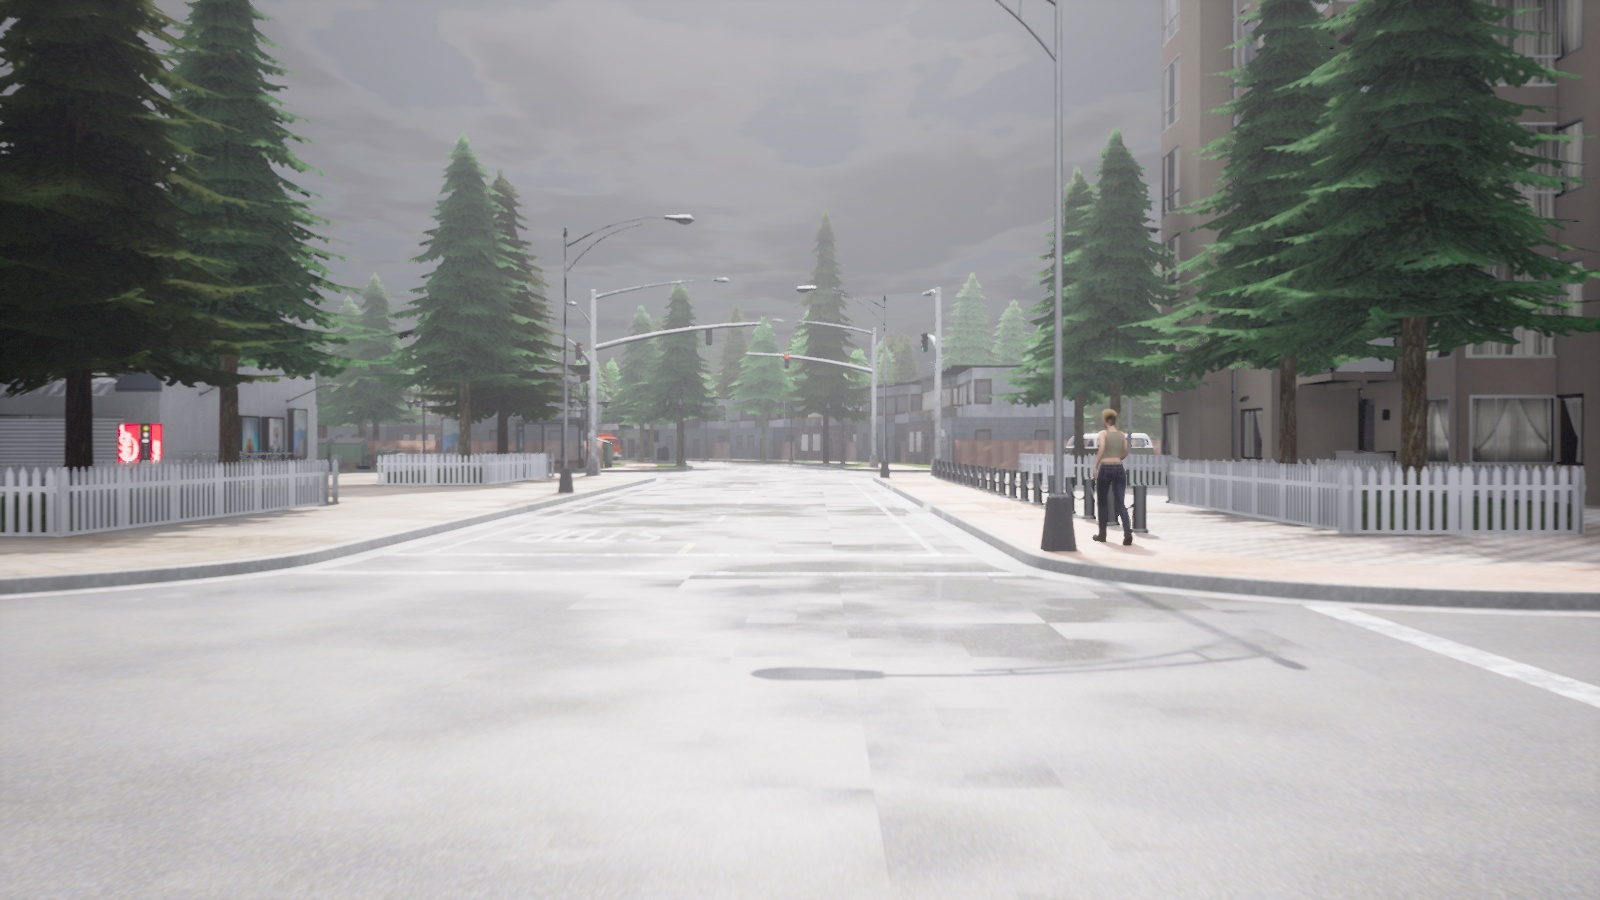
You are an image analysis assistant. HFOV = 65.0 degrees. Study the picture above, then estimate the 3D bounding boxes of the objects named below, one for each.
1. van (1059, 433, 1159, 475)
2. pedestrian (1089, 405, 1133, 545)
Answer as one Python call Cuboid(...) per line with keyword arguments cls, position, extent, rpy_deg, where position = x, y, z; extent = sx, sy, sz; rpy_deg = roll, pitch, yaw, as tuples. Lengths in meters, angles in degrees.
Cuboid(cls="van", position=(15.387, 0.190, 62.728), extent=(4.480, 2.038, 2.069), rpy_deg=(0, 0, 2))
Cuboid(cls="pedestrian", position=(4.162, 0.331, 16.813), extent=(0.345, 1.836, 0.594), rpy_deg=(0, 0, -12))
